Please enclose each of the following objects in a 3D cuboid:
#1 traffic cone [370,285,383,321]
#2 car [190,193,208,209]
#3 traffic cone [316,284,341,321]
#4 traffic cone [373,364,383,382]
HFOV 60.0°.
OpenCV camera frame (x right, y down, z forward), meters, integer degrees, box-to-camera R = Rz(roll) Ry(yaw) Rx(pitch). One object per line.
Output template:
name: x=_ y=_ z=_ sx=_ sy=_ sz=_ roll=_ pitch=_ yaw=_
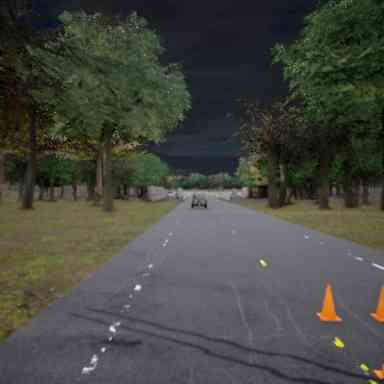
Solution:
traffic cone: x=3.484 y=1.991 z=6.041 sx=0.340 sy=0.580 sz=0.340 roll=1 pitch=0 yaw=1
car: x=0.968 y=1.217 z=45.379 sx=2.150 sy=2.045 sz=5.566 roll=1 pitch=0 yaw=1
traffic cone: x=2.484 y=1.982 z=6.054 sx=0.340 sy=0.580 sz=0.340 roll=1 pitch=0 yaw=1
traffic cone: x=2.459 y=1.981 z=4.054 sx=0.340 sy=0.580 sz=0.340 roll=1 pitch=0 yaw=1
